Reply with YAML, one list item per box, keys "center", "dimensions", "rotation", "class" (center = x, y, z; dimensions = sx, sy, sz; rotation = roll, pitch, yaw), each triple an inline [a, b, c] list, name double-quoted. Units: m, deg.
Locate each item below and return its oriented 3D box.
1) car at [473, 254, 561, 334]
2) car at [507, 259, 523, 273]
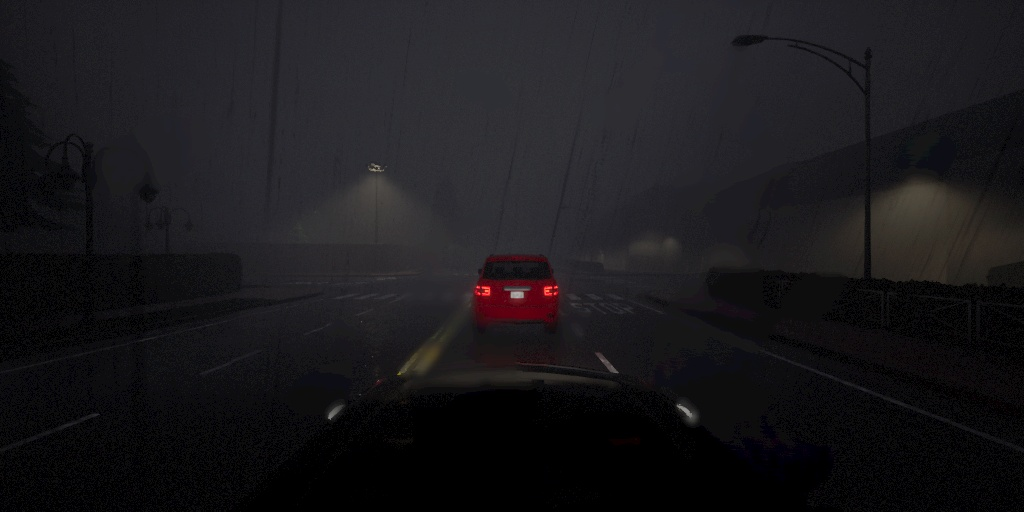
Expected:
- center: [0.124, 0.971, 10.785]
  dimensions: [2.150, 2.045, 5.566]
  rotation: [0, 0, 0]
  class: "car"
- center: [0.367, 1.228, 45.637]
  dimensions: [1.882, 1.535, 5.008]
  rotation: [0, 0, 1]
  class: "car"
